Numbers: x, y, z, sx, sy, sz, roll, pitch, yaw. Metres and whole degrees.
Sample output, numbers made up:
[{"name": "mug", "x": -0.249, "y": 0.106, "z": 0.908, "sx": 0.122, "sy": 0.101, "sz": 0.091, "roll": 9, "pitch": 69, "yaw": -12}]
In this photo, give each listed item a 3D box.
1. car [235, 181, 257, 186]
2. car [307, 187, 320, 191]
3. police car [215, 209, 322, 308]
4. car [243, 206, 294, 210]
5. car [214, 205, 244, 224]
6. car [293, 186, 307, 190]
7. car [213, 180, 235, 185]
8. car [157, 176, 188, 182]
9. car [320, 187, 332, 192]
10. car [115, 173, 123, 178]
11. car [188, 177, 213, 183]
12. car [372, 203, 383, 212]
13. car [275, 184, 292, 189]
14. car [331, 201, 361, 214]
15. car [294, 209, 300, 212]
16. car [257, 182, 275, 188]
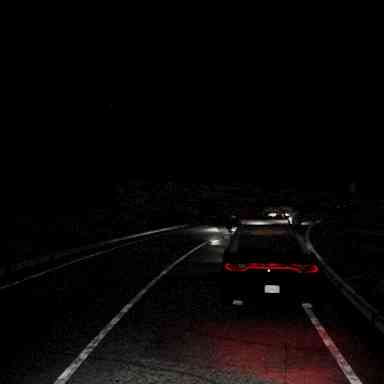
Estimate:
[{"name": "car", "x": 10.304, "y": -1.495, "z": 68.751, "sx": 5.008, "sy": 1.535, "sz": 2.097, "roll": 3, "pitch": -5, "yaw": -32}, {"name": "car", "x": 28.431, "y": -0.463, "z": 81.504, "sx": 4.892, "sy": 1.521, "sz": 2.231, "roll": 3, "pitch": -6, "yaw": -37}, {"name": "police car", "x": 1.782, "y": 1.454, "z": 8.186, "sx": 1.930, "sy": 1.638, "sz": 5.238, "roll": -1, "pitch": 0, "yaw": 10}, {"name": "car", "x": 4.181, "y": 1.566, "z": 17.514, "sx": 1.801, "sy": 1.575, "sz": 5.366, "roll": -2, "pitch": -1, "yaw": 19}, {"name": "car", "x": 3.349, "y": 1.821, "z": 26.251, "sx": 1.882, "sy": 1.535, "sz": 5.008, "roll": -2, "pitch": -2, "yaw": 27}, {"name": "car", "x": 24.103, "y": -0.689, "z": 78.246, "sx": 4.674, "sy": 1.452, "sz": 2.002, "roll": 3, "pitch": -6, "yaw": -36}, {"name": "car", "x": 5.606, "y": -1.692, "z": 65.806, "sx": 4.674, "sy": 1.452, "sz": 2.002, "roll": 3, "pitch": -5, "yaw": -31}, {"name": "car", "x": -3.943, "y": -2.154, "z": 60.229, "sx": 4.892, "sy": 1.521, "sz": 2.231, "roll": 2, "pitch": -5, "yaw": -30}, {"name": "car", "x": 32.852, "y": -0.288, "z": 84.996, "sx": 4.553, "sy": 1.767, "sz": 2.185, "roll": 4, "pitch": -6, "yaw": -38}, {"name": "car", "x": -13.444, "y": -2.646, "z": 54.823, "sx": 4.553, "sy": 1.767, "sz": 2.185, "roll": 2, "pitch": -5, "yaw": -30}, {"name": "car", "x": 0.845, "y": -1.956, "z": 62.968, "sx": 4.892, "sy": 1.521, "sz": 2.231, "roll": 2, "pitch": -5, "yaw": -30}, {"name": "car", "x": 28.378, "y": 2.228, "z": 48.632, "sx": 4.181, "sy": 1.385, "sz": 1.994, "roll": 0, "pitch": -4, "yaw": -29}, {"name": "car", "x": 19.627, "y": -0.959, "z": 75.028, "sx": 4.792, "sy": 1.488, "sz": 2.163, "roll": 3, "pitch": -6, "yaw": -35}, {"name": "car", "x": 19.312, "y": 1.878, "z": 41.746, "sx": 4.553, "sy": 1.767, "sz": 2.097, "roll": 1, "pitch": -4, "yaw": -41}, {"name": "car", "x": 6.261, "y": 1.700, "z": 22.648, "sx": 1.812, "sy": 1.442, "sz": 4.674, "roll": -2, "pitch": -2, "yaw": 25}, {"name": "car", "x": 14.918, "y": -1.376, "z": 71.789, "sx": 4.553, "sy": 1.767, "sz": 2.185, "roll": 3, "pitch": -5, "yaw": -33}]
